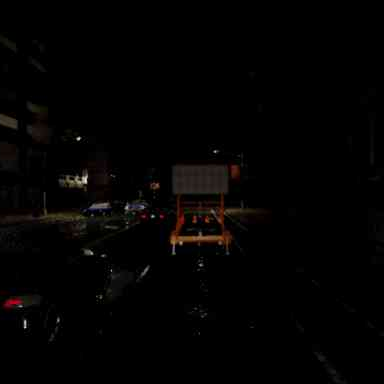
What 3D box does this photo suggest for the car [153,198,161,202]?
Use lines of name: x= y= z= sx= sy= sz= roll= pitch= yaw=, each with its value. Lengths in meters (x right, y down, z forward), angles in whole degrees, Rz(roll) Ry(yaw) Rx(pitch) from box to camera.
car: x=-8.085 y=2.030 z=74.012 sx=1.994 sy=1.385 sz=4.181 roll=0 pitch=0 yaw=1

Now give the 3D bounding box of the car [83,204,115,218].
car: x=-9.089 y=1.837 z=32.715 sx=1.895 sy=1.301 sz=4.718 roll=0 pitch=0 yaw=1

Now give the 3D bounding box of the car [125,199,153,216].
car: x=-5.774 y=1.594 z=35.564 sx=2.097 sy=1.767 sz=4.553 roll=0 pitch=0 yaw=1

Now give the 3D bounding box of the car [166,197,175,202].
car: x=-4.810 y=1.879 z=75.112 sx=1.812 sy=1.442 sz=4.674 roll=0 pitch=0 yaw=1

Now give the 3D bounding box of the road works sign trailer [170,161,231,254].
road works sign trailer: x=0.345 y=0.546 z=13.789 sx=2.380 sy=3.560 sz=2.880 roll=0 pitch=0 yaw=1

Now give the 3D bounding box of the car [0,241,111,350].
car: x=-2.963 y=1.614 z=6.358 sx=1.994 sy=1.385 sz=4.181 roll=0 pitch=0 yaw=1

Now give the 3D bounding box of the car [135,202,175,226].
car: x=-2.563 y=1.707 z=24.666 sx=2.033 sy=1.411 sz=5.357 roll=0 pitch=0 yaw=1
